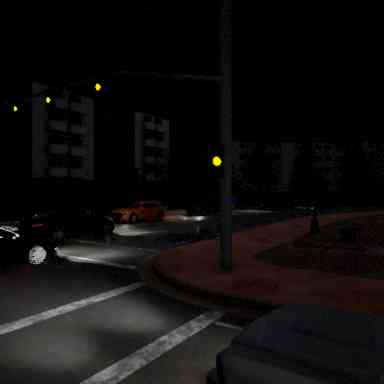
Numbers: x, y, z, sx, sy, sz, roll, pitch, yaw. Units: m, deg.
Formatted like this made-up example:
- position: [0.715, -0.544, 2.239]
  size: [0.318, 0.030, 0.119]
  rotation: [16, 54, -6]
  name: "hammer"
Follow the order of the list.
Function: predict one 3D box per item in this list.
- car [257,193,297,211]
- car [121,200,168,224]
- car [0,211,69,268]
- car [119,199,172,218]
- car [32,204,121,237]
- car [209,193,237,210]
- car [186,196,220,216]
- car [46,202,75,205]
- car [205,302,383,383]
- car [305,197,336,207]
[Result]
- position: [10.722, 1.215, 41.842]
  size: [5.566, 2.045, 2.150]
  rotation: [0, 0, -33]
  name: "car"
- position: [-4.001, 1.474, 25.490]
  size: [1.882, 1.535, 5.008]
  rotation: [0, 0, 34]
  name: "car"
- position: [-6.158, 1.502, 9.141]
  size: [1.837, 1.490, 4.892]
  rotation: [0, 0, 34]
  name: "car"
- position: [-4.262, 1.487, 31.244]
  size: [2.128, 1.511, 4.902]
  rotation: [0, 0, 35]
  name: "car"
- position: [-5.863, 1.522, 15.969]
  size: [1.812, 1.442, 4.674]
  rotation: [0, 0, 33]
  name: "car"
- position: [3.077, 1.207, 40.145]
  size: [5.566, 2.045, 2.150]
  rotation: [-2, 1, -43]
  name: "car"
- position: [1.477, 1.474, 33.058]
  size: [1.882, 1.535, 5.008]
  rotation: [0, 0, 39]
  name: "car"
- position: [-9.542, 1.500, 23.514]
  size: [1.837, 1.490, 4.892]
  rotation: [0, 0, 35]
  name: "car"
- position: [2.438, 1.601, 2.294]
  size: [4.718, 1.301, 1.895]
  rotation: [0, 0, 37]
  name: "car"
- position: [19.537, 1.480, 50.537]
  size: [5.008, 1.535, 1.882]
  rotation: [0, 0, -21]
  name: "car"
